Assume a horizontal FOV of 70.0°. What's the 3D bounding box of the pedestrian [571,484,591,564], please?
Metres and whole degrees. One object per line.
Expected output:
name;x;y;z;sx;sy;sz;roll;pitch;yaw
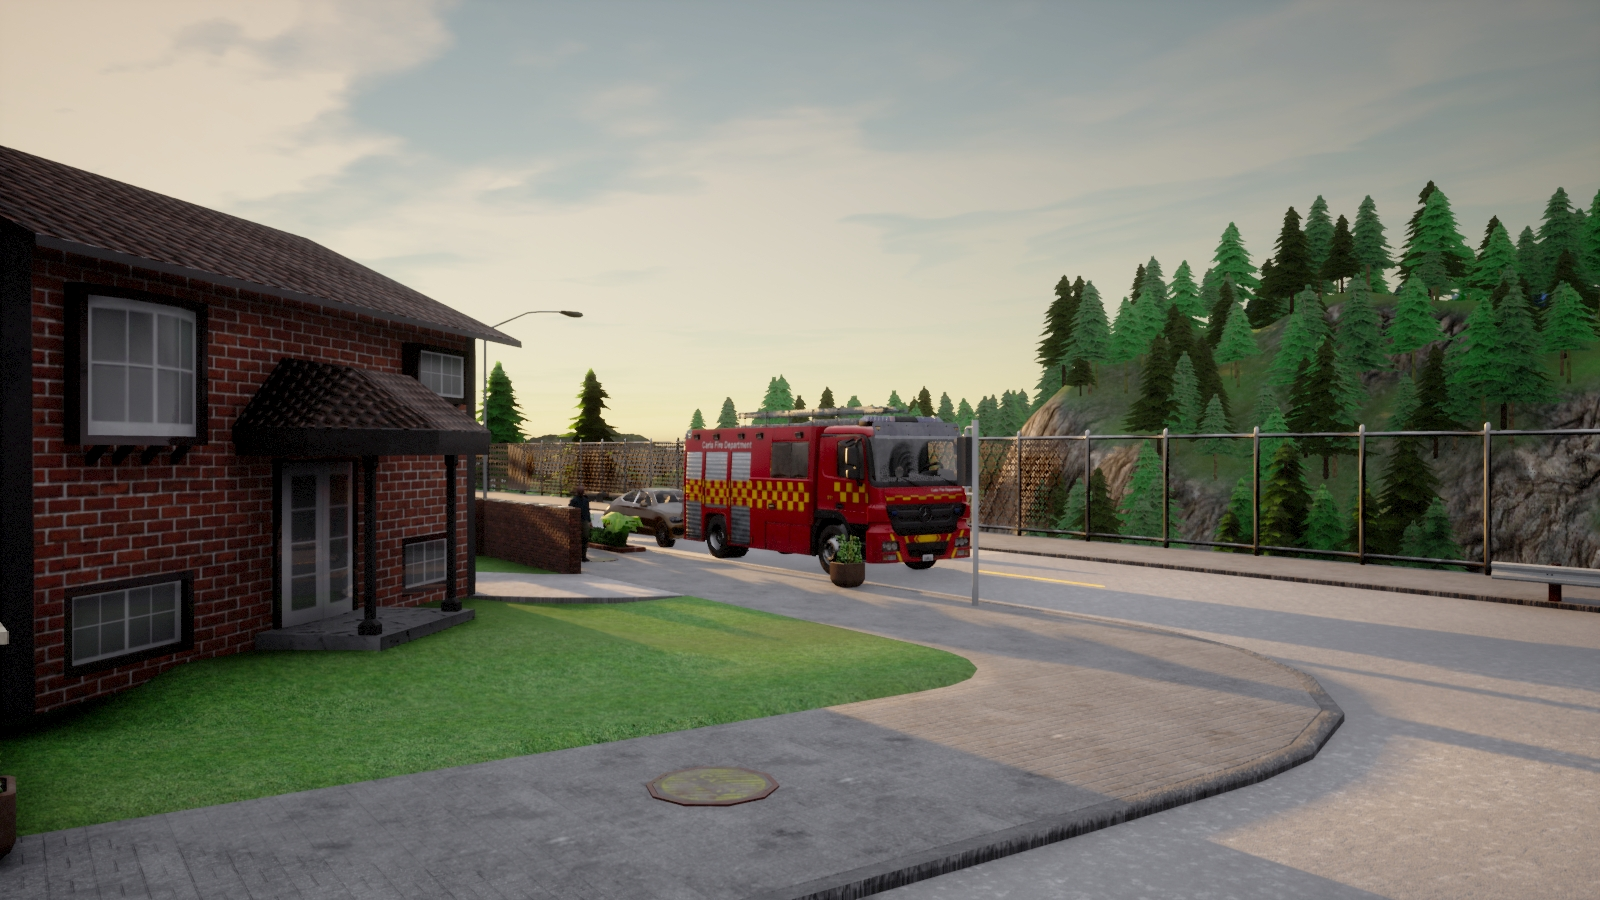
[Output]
pedestrian;-5.173;1.745;26.963;0.375;1.860;0.375;0;0;-29

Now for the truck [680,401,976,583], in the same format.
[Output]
truck;0.355;0.891;28.320;2.891;3.827;8.468;0;0;-35

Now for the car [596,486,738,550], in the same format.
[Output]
car;-4.125;1.992;34.731;2.152;1.651;5.027;0;0;-35
